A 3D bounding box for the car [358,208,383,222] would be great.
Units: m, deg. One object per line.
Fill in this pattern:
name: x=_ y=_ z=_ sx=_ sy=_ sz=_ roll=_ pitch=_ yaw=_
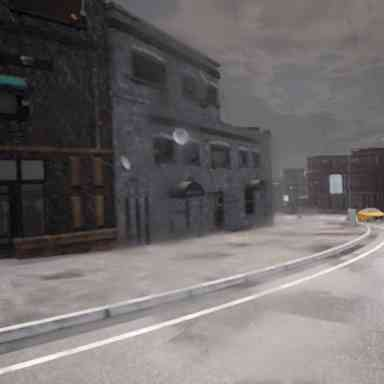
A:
car: x=20.529 y=2.633 z=38.061 sx=1.882 sy=1.535 sz=5.008 roll=-2 pitch=-4 yaw=12
